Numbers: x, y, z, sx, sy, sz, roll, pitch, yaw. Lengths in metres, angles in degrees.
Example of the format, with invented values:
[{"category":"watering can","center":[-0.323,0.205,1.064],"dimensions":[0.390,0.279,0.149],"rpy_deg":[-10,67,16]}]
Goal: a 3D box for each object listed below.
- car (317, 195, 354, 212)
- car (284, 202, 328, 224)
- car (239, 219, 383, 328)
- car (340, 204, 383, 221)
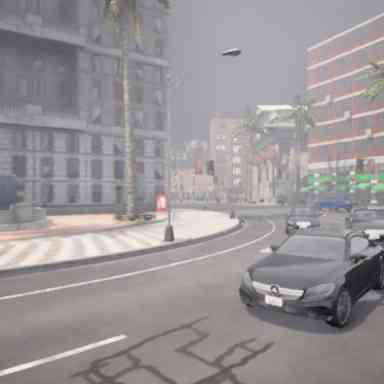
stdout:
[{"category":"car","center":[17.650,1.386,41.397],"dimensions":[2.150,2.045,5.566],"rpy_deg":[0,0,-11]},{"category":"car","center":[6.584,1.588,19.618],"dimensions":[2.128,1.511,4.902],"rpy_deg":[-1,0,19]},{"category":"car","center":[2.884,1.559,7.309],"dimensions":[1.812,1.442,4.674],"rpy_deg":[-1,-1,41]},{"category":"car","center":[8.327,1.544,15.659],"dimensions":[2.128,1.511,4.902],"rpy_deg":[-1,0,23]}]
